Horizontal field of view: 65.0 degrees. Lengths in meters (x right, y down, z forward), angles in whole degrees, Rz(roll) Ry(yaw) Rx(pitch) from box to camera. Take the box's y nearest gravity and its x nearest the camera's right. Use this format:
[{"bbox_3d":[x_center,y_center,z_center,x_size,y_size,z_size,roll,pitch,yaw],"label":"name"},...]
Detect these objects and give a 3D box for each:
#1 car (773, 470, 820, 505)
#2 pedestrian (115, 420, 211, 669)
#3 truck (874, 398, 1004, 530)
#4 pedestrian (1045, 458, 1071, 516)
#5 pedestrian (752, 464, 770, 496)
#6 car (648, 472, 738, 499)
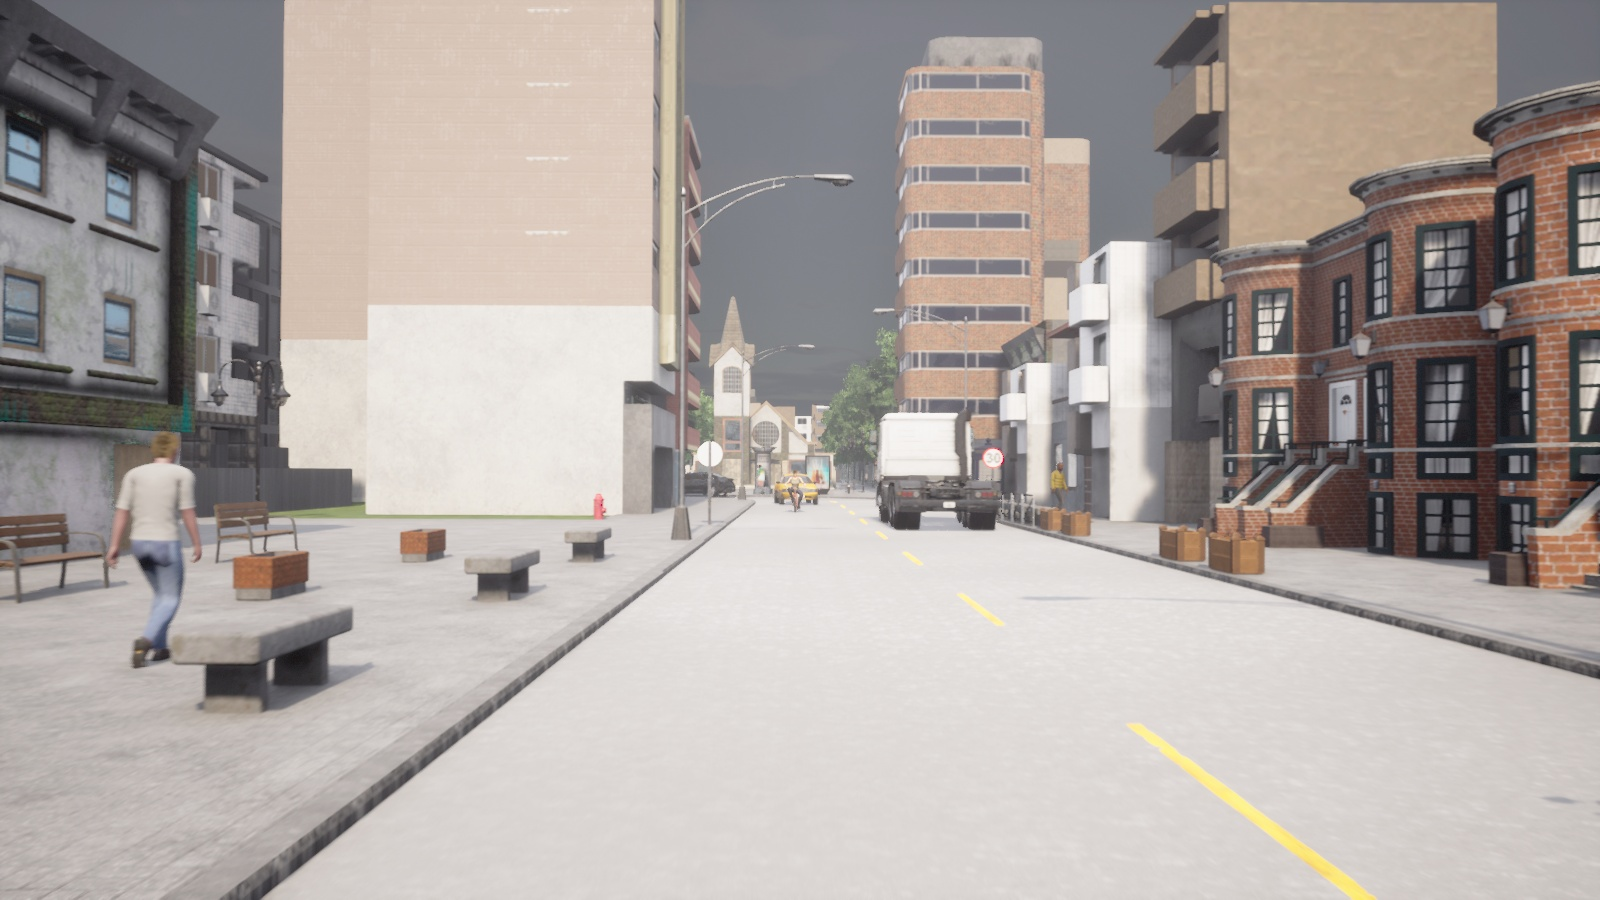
[{"bbox_3d":[-0.198,1.751,59.543,1.801,1.575,5.366,0,-1,-5],"label":"car"},{"bbox_3d":[-4.872,0.705,9.636,0.354,1.836,0.706,0,-1,2],"label":"pedestrian"},{"bbox_3d":[3.877,0.434,36.841,2.891,3.462,7.936,0,-1,0],"label":"truck"},{"bbox_3d":[8.223,1.162,40.059,0.370,1.835,0.726,0,-1,-36],"label":"pedestrian"},{"bbox_3d":[-2.380,1.825,77.111,0.873,1.952,0.659,-1,-1,26],"label":"pedestrian"},{"bbox_3d":[-6.269,2.076,73.511,4.892,1.490,1.837,0,-1,16],"label":"car"}]
